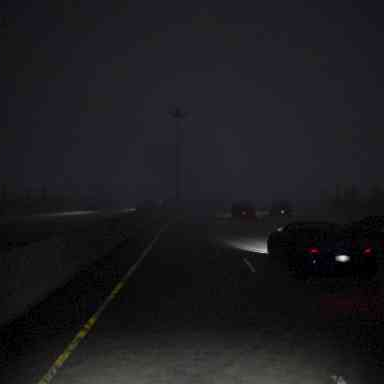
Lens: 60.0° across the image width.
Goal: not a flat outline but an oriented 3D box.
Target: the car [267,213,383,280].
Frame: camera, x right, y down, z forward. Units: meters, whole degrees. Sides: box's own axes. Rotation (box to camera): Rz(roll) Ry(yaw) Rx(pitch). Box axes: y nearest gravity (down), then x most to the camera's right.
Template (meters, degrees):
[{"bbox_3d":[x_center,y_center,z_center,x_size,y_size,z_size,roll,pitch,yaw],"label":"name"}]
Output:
[{"bbox_3d":[3.616,1.562,9.981,1.994,1.385,4.181,0,0,0],"label":"car"}]

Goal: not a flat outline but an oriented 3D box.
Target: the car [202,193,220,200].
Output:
[{"bbox_3d":[4.619,1.145,78.344,2.150,2.045,5.566,0,0,34],"label":"car"}]

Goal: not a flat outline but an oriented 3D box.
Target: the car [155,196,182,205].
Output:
[{"bbox_3d":[-2.875,1.342,46.299,2.097,1.767,4.553,0,0,17],"label":"car"}]

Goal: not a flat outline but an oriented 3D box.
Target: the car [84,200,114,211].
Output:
[{"bbox_3d":[-11.454,1.608,41.105,1.895,1.301,4.718,0,0,13],"label":"car"}]

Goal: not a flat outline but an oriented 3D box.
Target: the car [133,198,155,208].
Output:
[{"bbox_3d":[-6.525,1.565,46.245,1.994,1.385,4.181,0,0,16],"label":"car"}]

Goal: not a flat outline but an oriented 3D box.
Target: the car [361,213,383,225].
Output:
[{"bbox_3d":[7.119,1.503,11.920,1.837,1.490,4.892,0,0,0],"label":"car"}]

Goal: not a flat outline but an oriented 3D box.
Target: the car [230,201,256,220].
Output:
[{"bbox_3d":[4.320,1.461,28.270,1.882,1.535,5.008,0,0,6],"label":"car"}]

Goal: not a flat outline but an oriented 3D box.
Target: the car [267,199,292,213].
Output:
[{"bbox_3d":[8.280,1.479,31.462,1.837,1.490,4.892,0,0,9],"label":"car"}]
